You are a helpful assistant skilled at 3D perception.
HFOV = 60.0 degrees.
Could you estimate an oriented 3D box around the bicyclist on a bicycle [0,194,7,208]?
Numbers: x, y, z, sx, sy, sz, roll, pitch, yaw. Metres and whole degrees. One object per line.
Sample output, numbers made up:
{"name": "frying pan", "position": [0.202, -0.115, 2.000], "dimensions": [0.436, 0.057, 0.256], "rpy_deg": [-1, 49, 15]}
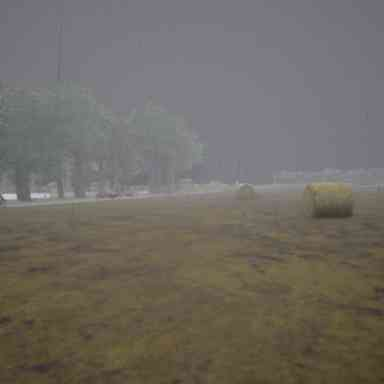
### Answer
{"name": "bicyclist on a bicycle", "position": [-23.035, 1.110, 40.443], "dimensions": [1.656, 1.620, 0.582], "rpy_deg": [-1, 1, 35]}

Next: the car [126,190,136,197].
{"name": "car", "position": [-12.999, 0.391, 64.828], "dimensions": [1.837, 1.490, 4.892], "rpy_deg": [-1, 2, 36]}

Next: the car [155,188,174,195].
{"name": "car", "position": [-5.835, -0.167, 70.166], "dimensions": [1.837, 1.490, 4.892], "rpy_deg": [-2, 1, 35]}

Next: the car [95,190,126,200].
{"name": "car", "position": [-14.501, 0.528, 57.922], "dimensions": [1.882, 1.535, 5.008], "rpy_deg": [-2, 1, 35]}
